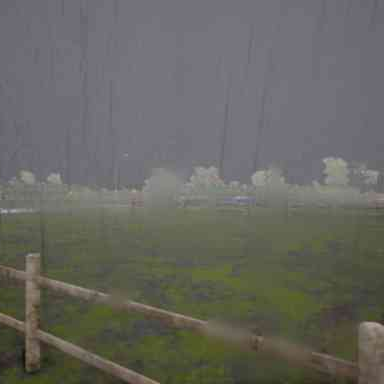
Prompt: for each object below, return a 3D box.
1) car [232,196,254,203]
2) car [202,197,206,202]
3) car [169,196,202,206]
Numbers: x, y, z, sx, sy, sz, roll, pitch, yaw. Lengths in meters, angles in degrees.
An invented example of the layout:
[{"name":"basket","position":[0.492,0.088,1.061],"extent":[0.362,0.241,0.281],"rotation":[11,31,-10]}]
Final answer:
[{"name":"car","position":[9.254,1.457,60.292],"extent":[4.674,1.442,1.812],"rotation":[0,0,-36]},{"name":"car","position":[0.121,1.371,56.835],"extent":[4.902,1.511,2.128],"rotation":[0,0,-38]},{"name":"car","position":[-1.274,1.502,52.145],"extent":[4.718,1.301,1.895],"rotation":[0,1,-38]}]
